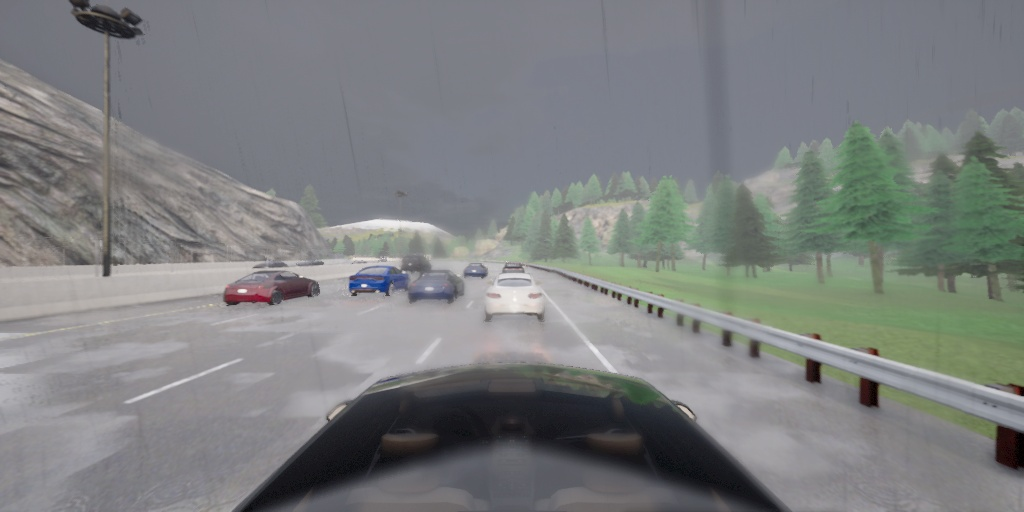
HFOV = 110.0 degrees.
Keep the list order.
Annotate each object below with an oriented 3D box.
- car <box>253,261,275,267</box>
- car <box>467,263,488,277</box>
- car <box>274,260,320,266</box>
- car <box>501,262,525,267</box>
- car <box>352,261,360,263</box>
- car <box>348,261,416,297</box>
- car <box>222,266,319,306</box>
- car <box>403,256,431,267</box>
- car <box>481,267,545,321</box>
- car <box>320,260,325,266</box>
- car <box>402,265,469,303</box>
[{"bbox_3d":[-31.783,1.314,47.549,2.033,1.411,5.357,0,0,-2],"label":"car"},{"bbox_3d":[-3.387,1.325,34.155,1.994,1.385,4.181,0,0,0],"label":"car"},{"bbox_3d":[-24.634,1.365,41.321,1.895,1.301,4.718,0,0,-1],"label":"car"},{"bbox_3d":[0.112,1.251,30.236,2.128,1.511,4.902,0,0,0],"label":"car"},{"bbox_3d":[-21.474,1.332,50.524,1.994,1.385,4.181,0,0,-3],"label":"car"},{"bbox_3d":[-6.893,1.234,19.187,1.882,1.535,5.008,0,0,0],"label":"car"},{"bbox_3d":[-10.394,1.319,15.835,1.994,1.385,4.181,0,0,0],"label":"car"},{"bbox_3d":[-10.412,0.985,39.196,2.150,2.045,5.566,0,0,0],"label":"car"},{"bbox_3d":[0.090,1.279,12.331,1.812,1.442,4.674,0,0,0],"label":"car"},{"bbox_3d":[-28.507,1.259,51.156,2.128,1.511,4.902,0,0,-3],"label":"car"},{"bbox_3d":[-3.393,1.319,16.731,1.994,1.385,4.181,0,0,0],"label":"car"}]
